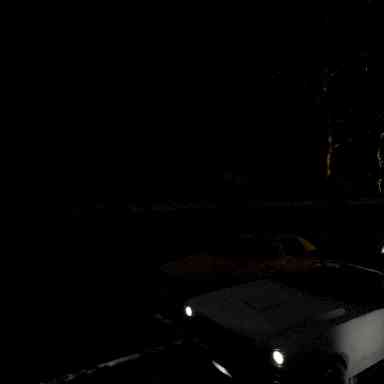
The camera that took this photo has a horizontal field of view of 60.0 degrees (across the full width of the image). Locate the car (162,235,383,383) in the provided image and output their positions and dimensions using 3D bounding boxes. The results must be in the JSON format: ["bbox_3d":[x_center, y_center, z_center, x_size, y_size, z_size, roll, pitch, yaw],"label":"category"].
[{"bbox_3d":[2.126,1.601,4.873,4.718,1.301,1.895,0,0,-35],"label":"car"}]

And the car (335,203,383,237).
[{"bbox_3d":[6.133,1.317,10.933,5.009,1.841,2.192,0,0,-36],"label":"car"}]

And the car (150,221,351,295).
[{"bbox_3d":[1.412,1.526,7.564,4.829,1.417,1.752,0,0,-36],"label":"car"}]
